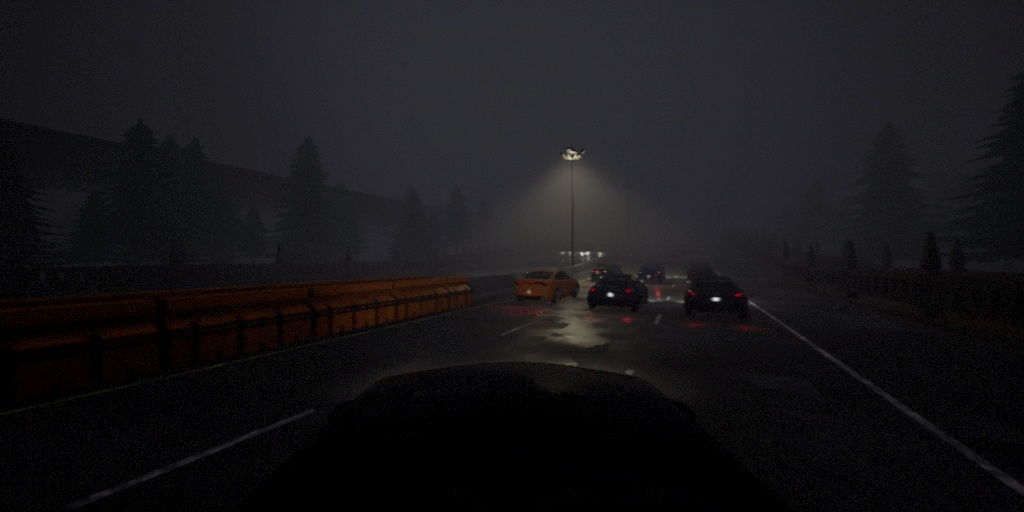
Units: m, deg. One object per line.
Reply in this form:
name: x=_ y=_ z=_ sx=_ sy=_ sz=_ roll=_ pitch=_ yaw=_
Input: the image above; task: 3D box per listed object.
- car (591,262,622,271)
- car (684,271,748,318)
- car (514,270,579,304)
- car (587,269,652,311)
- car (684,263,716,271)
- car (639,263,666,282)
car: x=8.026 y=1.283 z=30.377 sx=1.837 sy=1.490 sz=4.892 roll=0 pitch=3 yaw=26
car: x=7.743 y=1.440 z=13.836 sx=1.994 sy=1.385 sz=4.181 roll=0 pitch=-1 yaw=27
car: x=1.838 y=1.400 z=17.676 sx=1.882 sy=1.535 sz=5.008 roll=0 pitch=0 yaw=27
car: x=4.631 y=1.460 z=15.432 sx=1.994 sy=1.385 sz=4.181 roll=0 pitch=-1 yaw=27
car: x=14.316 y=1.243 z=27.307 sx=1.837 sy=1.490 sz=4.892 roll=0 pitch=3 yaw=26
car: x=11.348 y=1.266 z=29.196 sx=1.812 sy=1.442 sz=4.674 roll=0 pitch=2 yaw=26
